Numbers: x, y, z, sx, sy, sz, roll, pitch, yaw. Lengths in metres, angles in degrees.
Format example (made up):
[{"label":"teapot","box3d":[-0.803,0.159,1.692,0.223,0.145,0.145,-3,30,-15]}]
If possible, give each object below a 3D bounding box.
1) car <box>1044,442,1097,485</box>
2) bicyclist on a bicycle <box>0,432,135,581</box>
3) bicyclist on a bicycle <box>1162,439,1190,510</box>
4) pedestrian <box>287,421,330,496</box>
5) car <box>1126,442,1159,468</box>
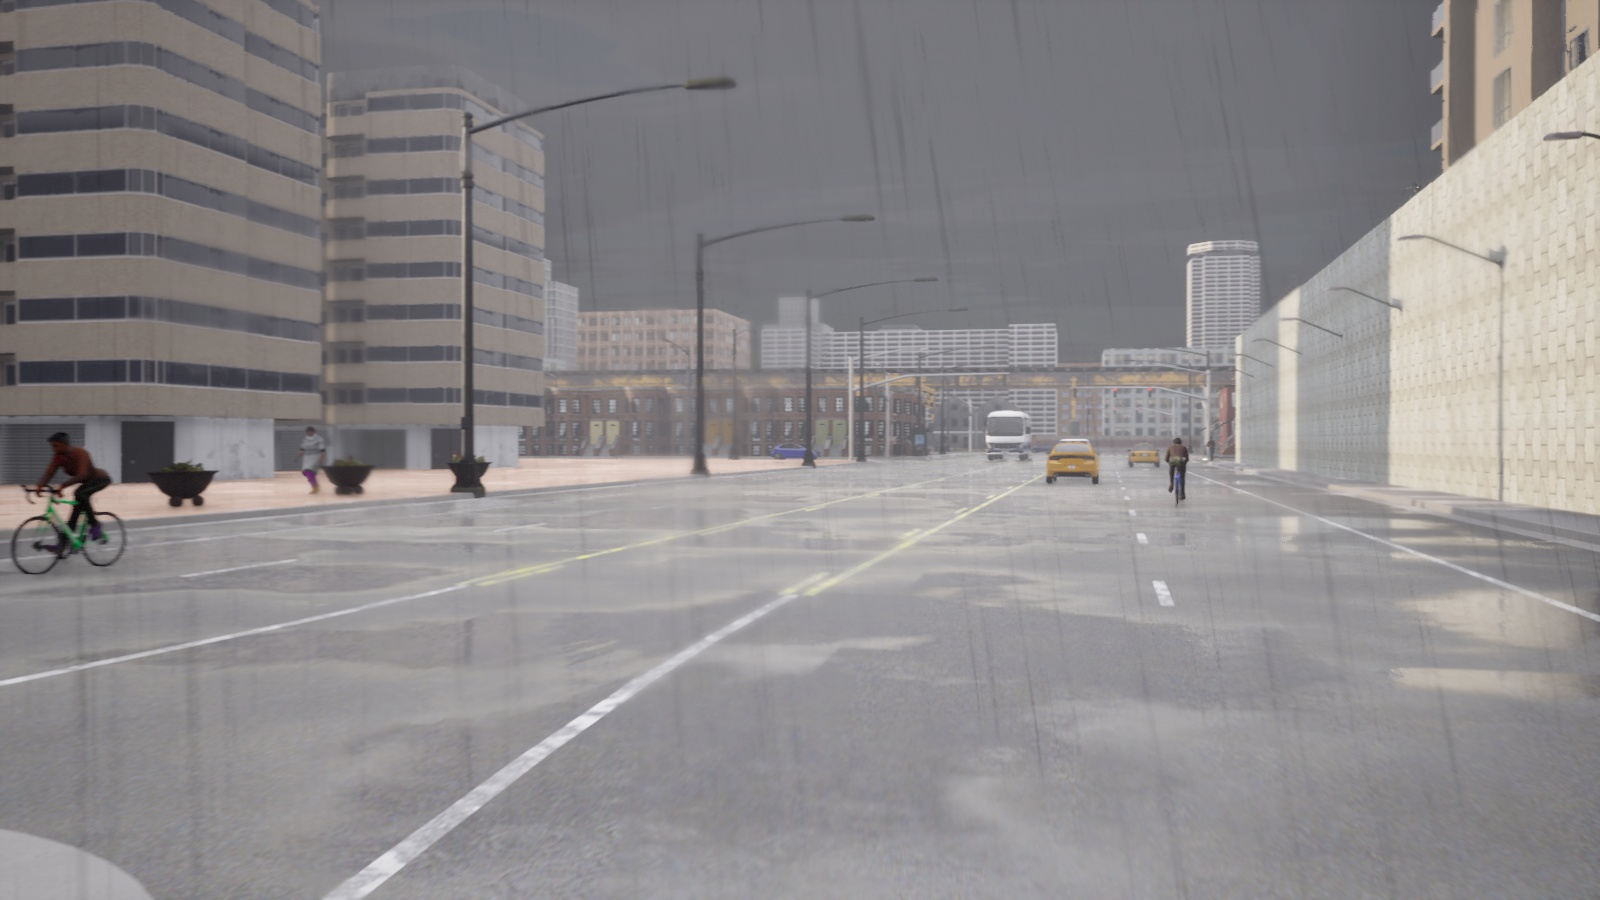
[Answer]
[{"label":"car","box3d":[10.389,0.470,48.030,1.882,1.535,5.008,0,0,14]},{"label":"bicyclist on a bicycle","box3d":[-8.541,0.603,14.470,0.582,1.620,1.656,0,1,14]},{"label":"bicyclist on a bicycle","box3d":[8.826,0.547,29.468,0.582,1.620,1.656,0,0,18]},{"label":"pedestrian","box3d":[-12.933,0.216,33.040,0.659,1.952,0.873,0,0,17]},{"label":"car","box3d":[21.327,0.278,78.378,1.801,1.575,5.366,0,0,14]}]
